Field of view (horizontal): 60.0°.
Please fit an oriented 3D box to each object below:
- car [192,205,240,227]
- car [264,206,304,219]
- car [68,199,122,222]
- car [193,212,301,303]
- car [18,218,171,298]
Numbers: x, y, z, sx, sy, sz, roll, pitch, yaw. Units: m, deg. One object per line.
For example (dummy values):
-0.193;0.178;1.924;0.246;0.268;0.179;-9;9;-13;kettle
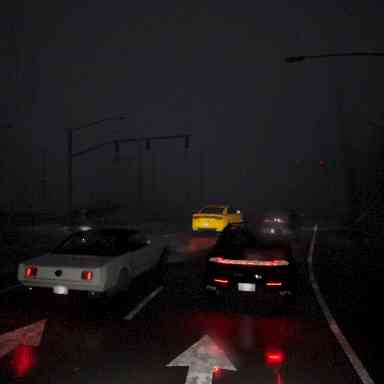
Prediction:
1.597;1.478;19.034;1.882;1.535;5.008;0;0;21;car
4.598;1.505;17.207;1.837;1.490;4.892;0;0;21;car
-7.318;1.284;25.522;1.882;1.535;5.008;0;0;22;car
1.538;1.492;8.323;2.128;1.511;4.902;0;0;13;car
-2.021;1.601;8.582;1.895;1.301;4.718;0;0;13;car
